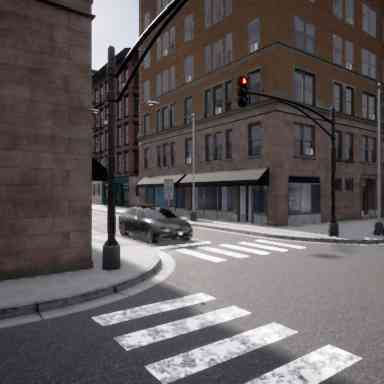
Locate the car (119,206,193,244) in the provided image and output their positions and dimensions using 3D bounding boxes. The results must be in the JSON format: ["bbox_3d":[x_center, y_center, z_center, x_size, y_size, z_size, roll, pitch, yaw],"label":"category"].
[{"bbox_3d":[-1.822,1.428,15.530,1.837,1.490,4.892,0,0,-35],"label":"car"}]
